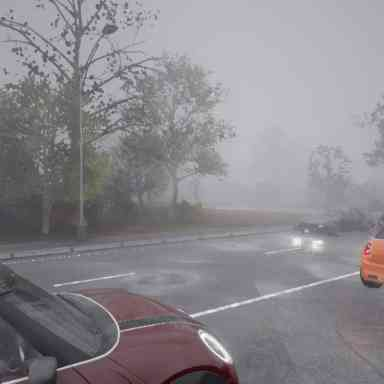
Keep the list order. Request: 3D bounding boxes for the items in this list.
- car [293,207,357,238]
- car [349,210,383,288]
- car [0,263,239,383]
[{"bbox_3d":[7.854,1.547,18.002,5.357,1.411,2.033,0,0,-35],"label":"car"},{"bbox_3d":[6.089,1.352,7.997,4.553,1.767,2.097,0,0,-35],"label":"car"},{"bbox_3d":[-1.777,1.352,2.444,4.553,1.767,2.097,0,0,-36],"label":"car"}]
